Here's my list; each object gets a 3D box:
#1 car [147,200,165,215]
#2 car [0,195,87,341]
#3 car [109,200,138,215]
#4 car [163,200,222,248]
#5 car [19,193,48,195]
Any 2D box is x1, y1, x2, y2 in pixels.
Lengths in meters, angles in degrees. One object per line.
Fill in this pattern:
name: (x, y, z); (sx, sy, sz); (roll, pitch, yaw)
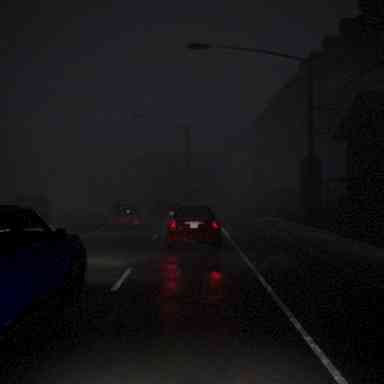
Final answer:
car: (-2.810, 1.415, 31.397); (1.895, 1.301, 4.718); (0, 0, -22)
car: (-3.418, 1.193, 5.063); (2.150, 2.045, 5.566); (0, 1, 0)
car: (-6.557, 1.416, 31.312); (1.895, 1.301, 4.718); (0, 0, -24)
car: (0.066, 1.267, 14.441); (2.097, 1.767, 4.553); (0, 0, 0)
car: (-11.311, 1.082, 23.523); (2.150, 2.045, 5.566); (0, 0, -15)
